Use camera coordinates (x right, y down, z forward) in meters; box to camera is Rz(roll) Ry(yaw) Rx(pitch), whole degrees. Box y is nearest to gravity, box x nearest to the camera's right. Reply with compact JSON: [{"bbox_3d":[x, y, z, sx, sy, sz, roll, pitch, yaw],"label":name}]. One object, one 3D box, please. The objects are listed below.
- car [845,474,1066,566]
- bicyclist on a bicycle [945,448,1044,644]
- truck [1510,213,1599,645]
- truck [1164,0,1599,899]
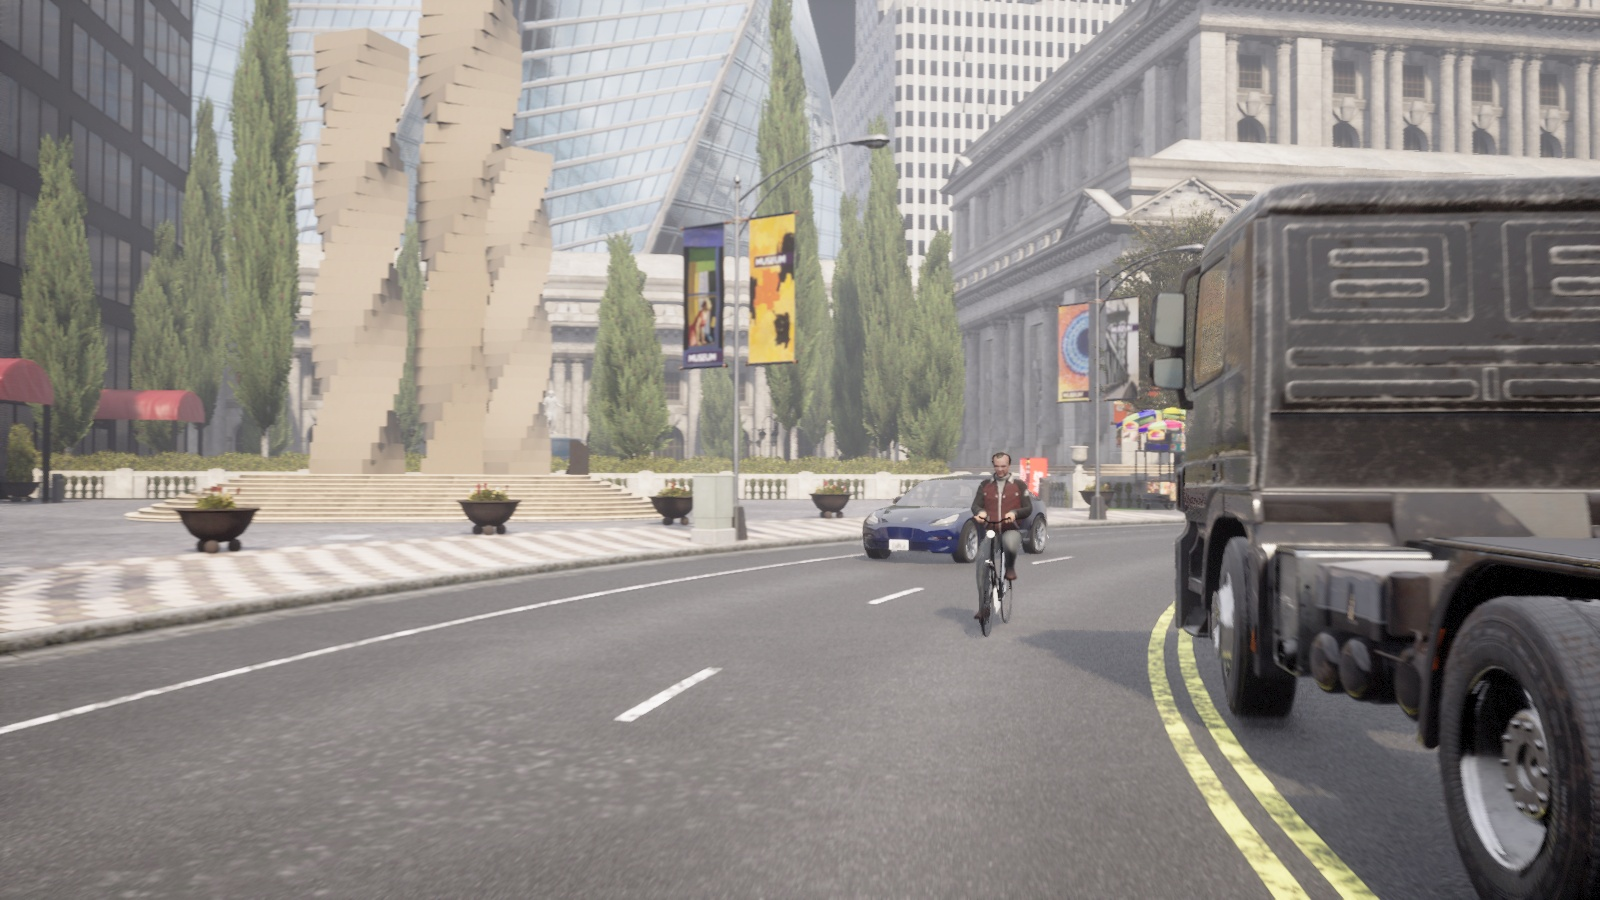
[{"bbox_3d":[2.988,1.193,23.132,2.163,1.488,4.792,-1,-1,33],"label":"car"},{"bbox_3d":[1.944,0.886,12.356,0.659,1.776,1.843,0,-1,18],"label":"bicyclist on a bicycle"},{"bbox_3d":[8.110,-0.228,8.754,2.891,3.827,8.468,0,-1,11],"label":"truck"},{"bbox_3d":[3.905,-0.082,5.795,2.891,3.462,7.936,0,-1,6],"label":"truck"}]
